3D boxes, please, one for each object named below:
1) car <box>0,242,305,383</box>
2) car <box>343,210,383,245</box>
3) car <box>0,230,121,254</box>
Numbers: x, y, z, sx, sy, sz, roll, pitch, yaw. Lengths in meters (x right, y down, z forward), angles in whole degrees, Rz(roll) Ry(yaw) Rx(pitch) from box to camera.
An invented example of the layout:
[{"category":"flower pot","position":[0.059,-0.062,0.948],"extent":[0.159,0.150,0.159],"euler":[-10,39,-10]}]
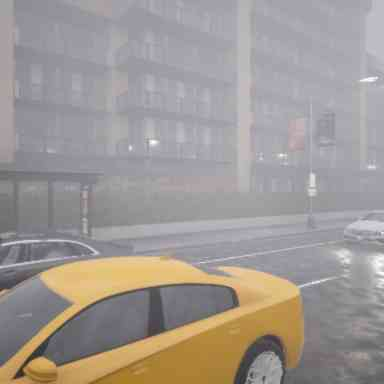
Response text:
[{"category":"car","position":[-0.970,1.478,3.304],"extent":[5.008,1.535,1.882],"euler":[0,0,-36]},{"category":"car","position":[8.473,1.525,14.425],"extent":[4.674,1.442,1.812],"euler":[0,0,-36]},{"category":"car","position":[-3.333,1.491,5.917],"extent":[4.902,1.511,2.128],"euler":[0,0,-36]}]
